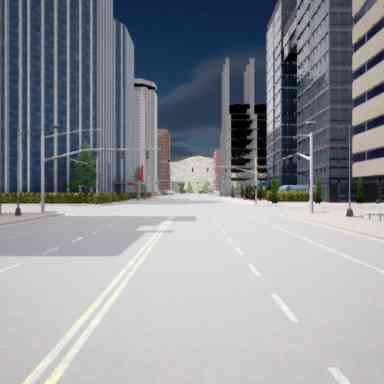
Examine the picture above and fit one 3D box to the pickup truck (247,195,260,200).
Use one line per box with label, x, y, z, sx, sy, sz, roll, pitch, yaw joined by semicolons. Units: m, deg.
pickup truck;16.621;1.029;88.674;2.390;2.098;6.274;0;0;31
